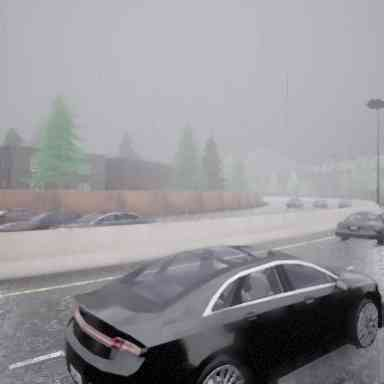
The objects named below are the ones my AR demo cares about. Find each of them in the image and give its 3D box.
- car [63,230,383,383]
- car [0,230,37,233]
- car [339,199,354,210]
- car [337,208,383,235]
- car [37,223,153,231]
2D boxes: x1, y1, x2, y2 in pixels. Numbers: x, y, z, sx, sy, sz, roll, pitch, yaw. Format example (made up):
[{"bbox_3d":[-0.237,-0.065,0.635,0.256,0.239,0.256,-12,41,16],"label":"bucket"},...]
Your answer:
[{"bbox_3d":[0.827,1.518,4.620,4.902,1.511,2.128,0,0,-37],"label":"car"},{"bbox_3d":[-6.787,1.633,16.559,5.357,1.411,2.033,0,0,-38],"label":"car"},{"bbox_3d":[22.392,1.797,48.153,1.812,1.442,4.674,0,0,26],"label":"car"},{"bbox_3d":[8.852,1.641,16.347,2.033,1.411,5.357,0,0,45],"label":"car"},{"bbox_3d":[-3.789,1.568,14.592,4.902,1.511,2.128,0,0,-39],"label":"car"}]
